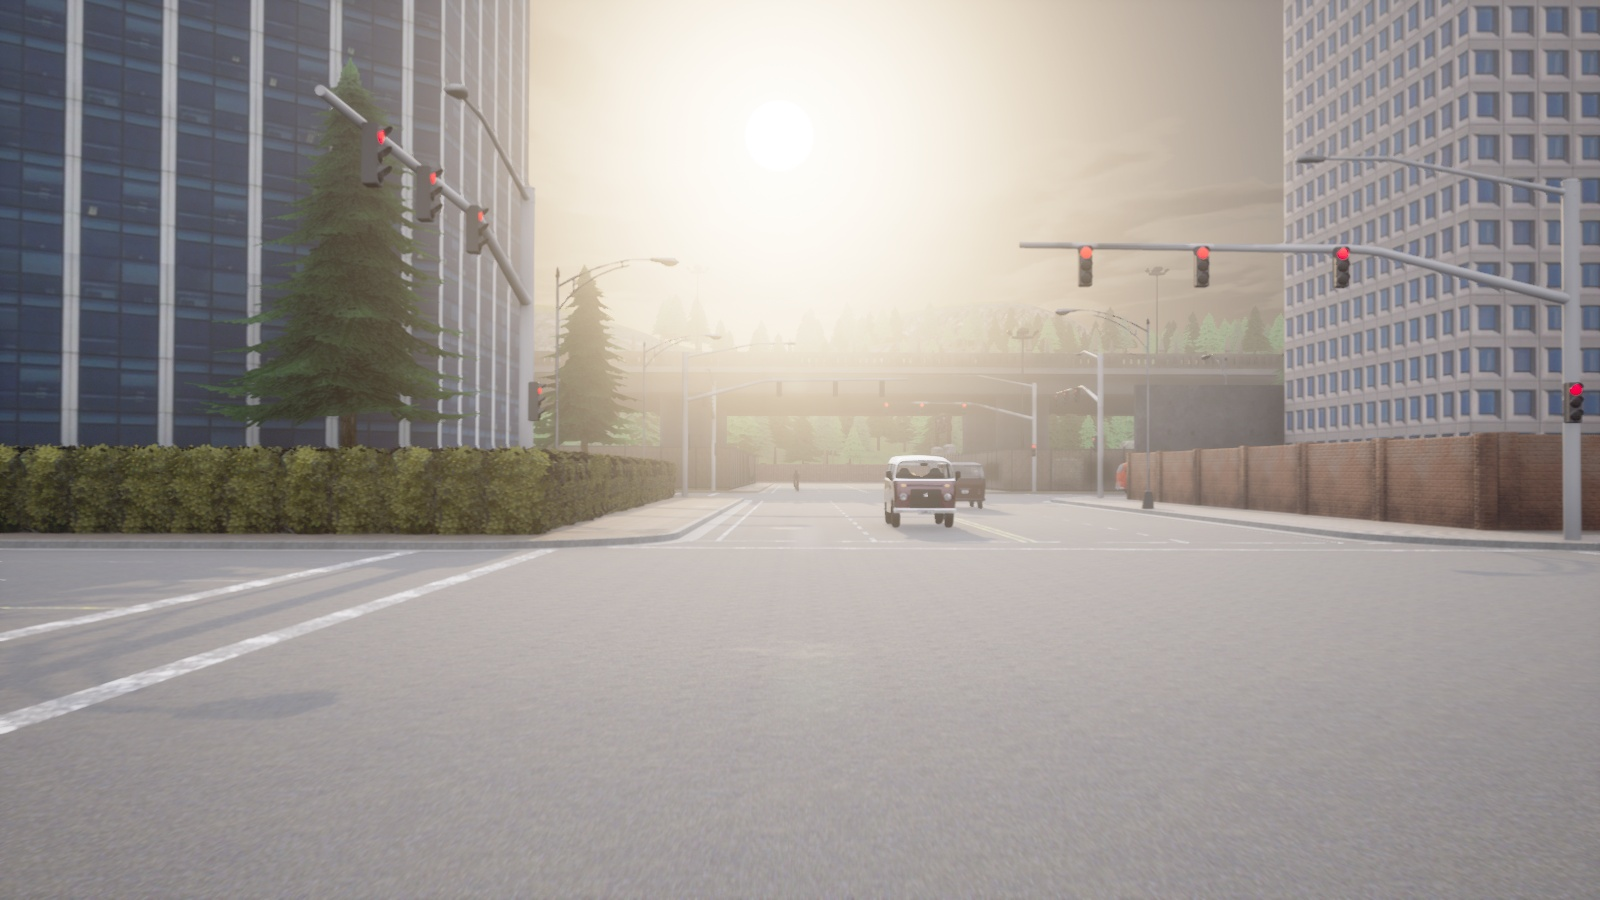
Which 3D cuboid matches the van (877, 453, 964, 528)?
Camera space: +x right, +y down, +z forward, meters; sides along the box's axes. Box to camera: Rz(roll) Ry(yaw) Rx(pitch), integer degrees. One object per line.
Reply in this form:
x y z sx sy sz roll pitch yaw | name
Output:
3.410 1.133 36.346 2.069 2.038 4.480 0 -1 0 | van

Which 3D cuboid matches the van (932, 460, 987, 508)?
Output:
6.867 1.452 54.468 1.775 1.987 4.442 0 -1 0 | van

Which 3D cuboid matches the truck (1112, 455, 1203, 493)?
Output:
23.520 1.565 82.825 5.204 2.467 2.627 0 -1 0 | truck
